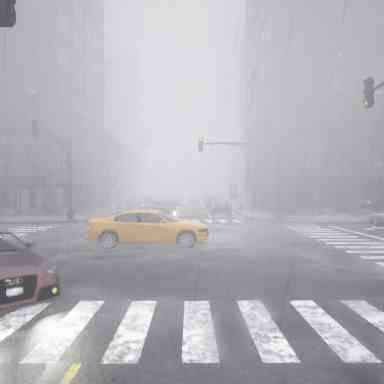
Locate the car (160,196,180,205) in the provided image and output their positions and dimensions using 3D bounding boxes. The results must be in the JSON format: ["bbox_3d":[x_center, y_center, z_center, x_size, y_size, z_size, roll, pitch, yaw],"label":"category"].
[{"bbox_3d":[-2.894,1.604,43.180,1.895,1.301,4.718,0,0,1],"label":"car"}]

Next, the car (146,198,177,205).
[{"bbox_3d":[-2.943,1.603,33.197,1.895,1.301,4.718,0,0,3],"label":"car"}]

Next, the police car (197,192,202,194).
[{"bbox_3d":[2.747,1.421,79.490,1.930,1.638,5.238,0,0,0],"label":"police car"}]

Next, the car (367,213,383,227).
[{"bbox_3d":[13.633,1.615,20.716,4.718,1.301,1.895,0,0,0],"label":"car"}]

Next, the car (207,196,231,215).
[{"bbox_3d":[2.825,1.442,33.383,1.967,1.590,4.097,0,0,0],"label":"car"}]

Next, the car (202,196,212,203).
[{"bbox_3d":[2.990,1.551,67.399,2.008,1.369,4.403,0,0,0],"label":"car"}]

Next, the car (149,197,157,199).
[{"bbox_3d":[-5.673,1.443,39.091,1.967,1.590,4.097,0,0,0],"label":"car"}]

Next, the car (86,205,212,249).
[{"bbox_3d":[-1.838,1.478,13.937,5.008,1.535,1.882,0,0,-1],"label":"car"}]

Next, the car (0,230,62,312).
[{"bbox_3d":[-4.541,1.565,7.244,4.181,1.385,1.994,0,0,44],"label":"car"}]

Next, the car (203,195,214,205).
[{"bbox_3d":[2.880,1.443,44.721,1.967,1.590,4.097,0,0,0],"label":"car"}]

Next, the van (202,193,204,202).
[{"bbox_3d":[2.935,1.343,56.060,1.690,1.788,3.998,0,0,0],"label":"van"}]

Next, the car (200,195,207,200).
[{"bbox_3d":[3.100,1.557,90.076,1.947,1.339,4.313,0,0,0],"label":"car"}]

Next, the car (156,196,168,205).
[{"bbox_3d":[-5.564,1.527,61.594,1.752,1.417,4.829,0,0,0],"label":"car"}]

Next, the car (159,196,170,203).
[{"bbox_3d":[-5.535,1.566,67.432,1.947,1.339,4.313,0,0,0],"label":"car"}]

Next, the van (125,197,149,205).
[{"bbox_3d":[-5.701,1.343,33.423,1.690,1.788,3.998,0,0,0],"label":"van"}]

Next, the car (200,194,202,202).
[{"bbox_3d":[2.963,1.527,61.899,1.752,1.417,4.829,0,0,0],"label":"car"}]

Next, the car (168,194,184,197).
[{"bbox_3d":[-2.834,1.550,53.870,2.033,1.411,5.357,0,0,1],"label":"car"}]

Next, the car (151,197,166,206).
[{"bbox_3d":[-5.591,1.568,56.096,1.947,1.339,4.313,0,0,0],"label":"car"}]

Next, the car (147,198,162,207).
[{"bbox_3d":[-5.618,1.585,50.428,1.802,1.307,4.206,0,0,0],"label":"car"}]

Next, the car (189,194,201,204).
[{"bbox_3d":[0.413,1.549,63.328,2.033,1.411,5.357,0,0,0],"label":"car"}]
